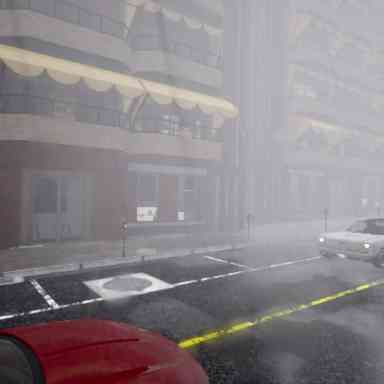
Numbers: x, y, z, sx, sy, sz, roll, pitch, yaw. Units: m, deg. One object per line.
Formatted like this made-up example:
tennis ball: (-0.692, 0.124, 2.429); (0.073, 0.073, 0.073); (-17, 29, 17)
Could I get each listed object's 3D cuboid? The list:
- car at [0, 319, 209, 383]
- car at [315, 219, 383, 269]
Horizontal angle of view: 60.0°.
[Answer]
car: (-2.120, 1.477, 1.644); (5.008, 1.535, 1.882); (0, 0, -35)
car: (6.290, 1.608, 11.268); (4.718, 1.301, 1.895); (0, 0, -36)
